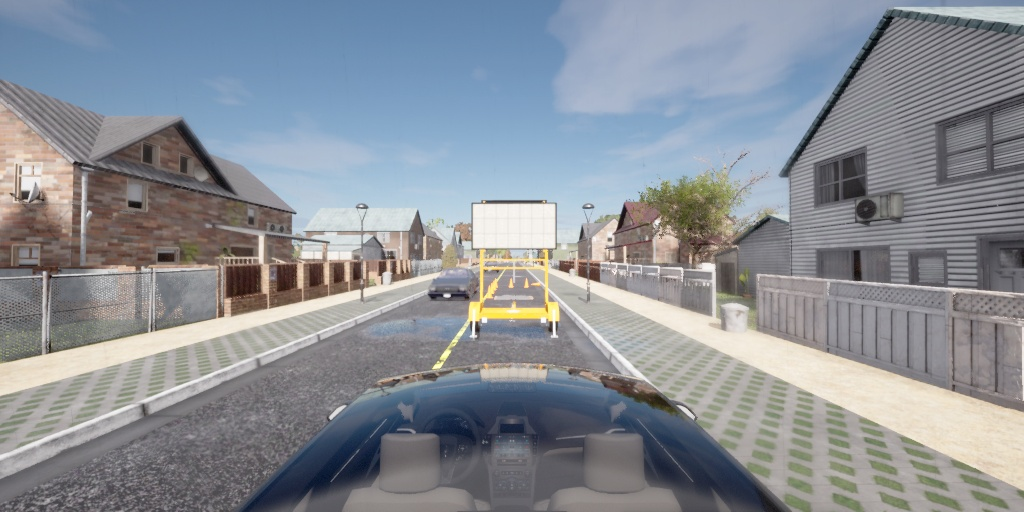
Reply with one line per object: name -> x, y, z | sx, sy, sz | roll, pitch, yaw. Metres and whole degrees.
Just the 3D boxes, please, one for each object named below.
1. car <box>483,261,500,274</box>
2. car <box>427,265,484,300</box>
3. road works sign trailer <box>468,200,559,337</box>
car -> -2.533, 1.322, 43.554 | 2.128, 1.511, 4.902 | 0, 0, 0
car -> -2.762, 1.313, 17.962 | 2.033, 1.411, 5.357 | 0, 0, 0
road works sign trailer -> 0.060, 0.220, 10.240 | 2.380, 3.560, 2.880 | 0, 0, 1
